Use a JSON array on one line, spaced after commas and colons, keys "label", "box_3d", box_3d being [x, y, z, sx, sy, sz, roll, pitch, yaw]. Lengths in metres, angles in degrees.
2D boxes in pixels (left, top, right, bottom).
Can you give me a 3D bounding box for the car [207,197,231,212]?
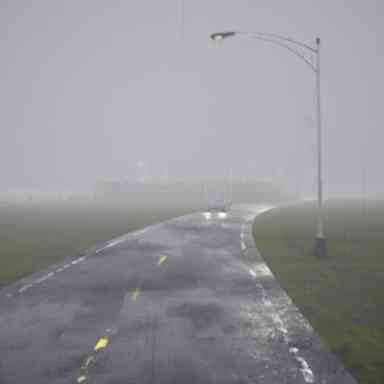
[{"label": "car", "box_3d": [2.951, 1.313, 35.597, 1.837, 1.490, 4.892, -1, 0, 18]}]
